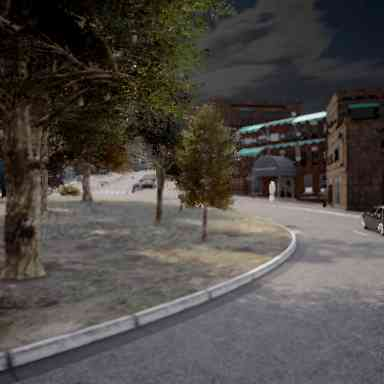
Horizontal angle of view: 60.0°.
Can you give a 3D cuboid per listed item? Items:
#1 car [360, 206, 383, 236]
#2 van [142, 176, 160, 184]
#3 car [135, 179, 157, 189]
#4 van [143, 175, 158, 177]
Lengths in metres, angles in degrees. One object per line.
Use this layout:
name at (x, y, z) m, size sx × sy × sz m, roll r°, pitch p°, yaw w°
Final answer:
car at (10.795, 1.497, 18.185) m, size 1.837 × 1.490 × 4.892 m, roll 1°, pitch 0°, yaw 10°
van at (-11.099, -3.322, 89.229) m, size 4.442 × 1.987 × 1.878 m, roll -2°, pitch 6°, yaw -24°
car at (-9.763, -1.450, 71.146) m, size 4.892 × 1.521 × 2.231 m, roll -2°, pitch 5°, yaw -24°
van at (-10.267, -2.504, 80.252) m, size 4.442 × 1.987 × 1.878 m, roll -2°, pitch 5°, yaw -24°
